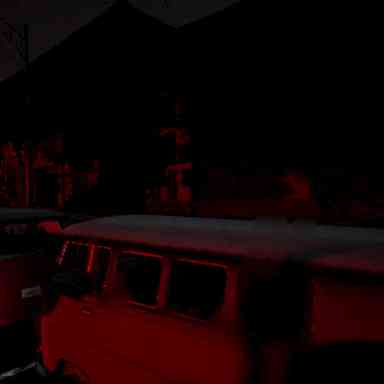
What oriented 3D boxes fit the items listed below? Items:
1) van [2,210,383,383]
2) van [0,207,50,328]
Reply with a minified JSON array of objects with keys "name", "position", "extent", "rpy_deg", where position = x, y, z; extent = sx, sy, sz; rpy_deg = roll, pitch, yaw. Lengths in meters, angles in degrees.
[{"name":"van","position":[0.312,1.255,3.093],"extent":[4.442,1.987,1.878],"rpy_deg":[0,0,35]},{"name":"van","position":[-4.204,1.253,6.314],"extent":[4.442,1.987,1.878],"rpy_deg":[0,0,35]}]
